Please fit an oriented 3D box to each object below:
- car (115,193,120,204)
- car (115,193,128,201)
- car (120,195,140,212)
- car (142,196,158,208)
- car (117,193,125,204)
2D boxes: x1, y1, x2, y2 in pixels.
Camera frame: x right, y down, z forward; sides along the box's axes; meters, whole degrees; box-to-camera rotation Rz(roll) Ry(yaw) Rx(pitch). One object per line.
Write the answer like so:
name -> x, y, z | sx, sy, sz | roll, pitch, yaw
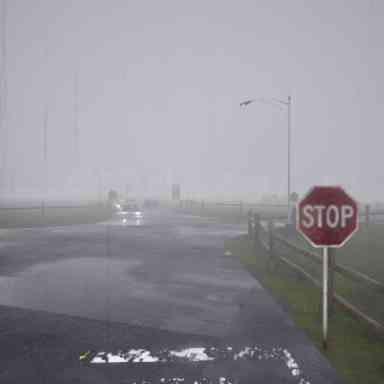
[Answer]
car -> -12.943, 1.325, 60.359 | 2.128, 1.511, 4.902 | 0, 0, -18
car -> -16.720, 1.086, 78.194 | 2.097, 1.767, 4.553 | 0, 0, -24
car -> -7.152, 1.434, 38.752 | 1.837, 1.490, 4.892 | 0, 0, -12
car -> -5.927, 1.380, 46.629 | 1.882, 1.535, 5.008 | 0, 0, -14
car -> -9.545, 1.367, 48.831 | 1.882, 1.535, 5.008 | 0, 0, -15
